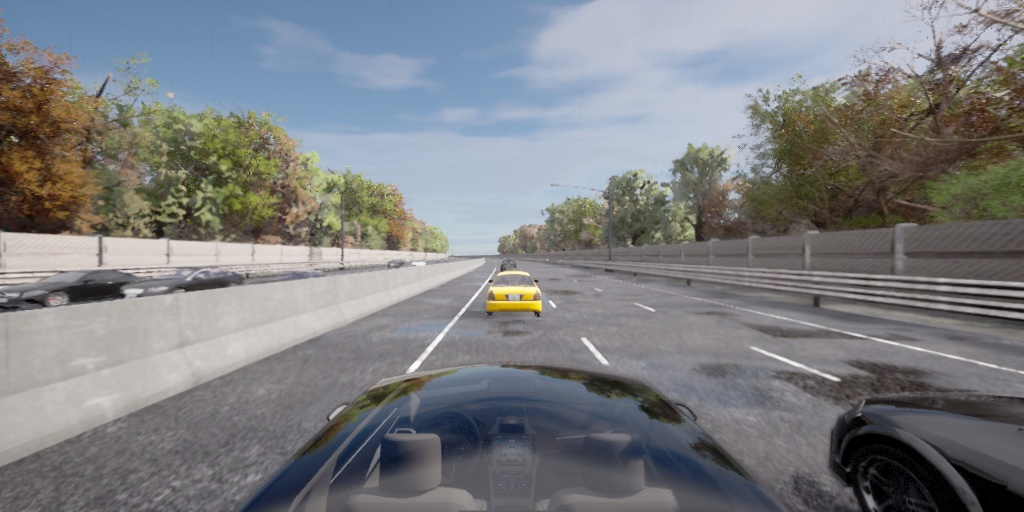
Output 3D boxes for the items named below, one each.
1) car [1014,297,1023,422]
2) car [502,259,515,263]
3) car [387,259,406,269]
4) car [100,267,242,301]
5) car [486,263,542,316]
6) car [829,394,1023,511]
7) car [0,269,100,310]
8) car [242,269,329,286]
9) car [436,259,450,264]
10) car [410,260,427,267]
[{"bbox_3d":[7.092,1.254,1.963,1.837,1.490,4.892,0,0,0],"label":"car"},{"bbox_3d":[-0.447,1.196,44.407,2.033,1.649,4.856,0,0,-1],"label":"car"},{"bbox_3d":[-18.459,1.256,57.414,2.128,1.511,4.902,0,0,-1],"label":"car"},{"bbox_3d":[-14.173,1.248,15.788,2.128,1.511,4.902,0,0,-1],"label":"car"},{"bbox_3d":[0.047,1.211,13.239,1.801,1.575,5.366,0,0,0],"label":"car"},{"bbox_3d":[3.592,1.313,1.186,1.994,1.385,4.181,0,0,0],"label":"car"},{"bbox_3d":[-17.665,1.282,14.760,1.812,1.442,4.674,0,0,0],"label":"car"},{"bbox_3d":[-10.691,1.357,17.935,1.895,1.301,4.718,0,0,-1],"label":"car"},{"bbox_3d":[-11.555,1.260,60.443,2.128,1.511,4.902,0,0,-1],"label":"car"},{"bbox_3d":[-14.964,1.292,57.584,1.812,1.442,4.674,0,0,-1],"label":"car"}]
